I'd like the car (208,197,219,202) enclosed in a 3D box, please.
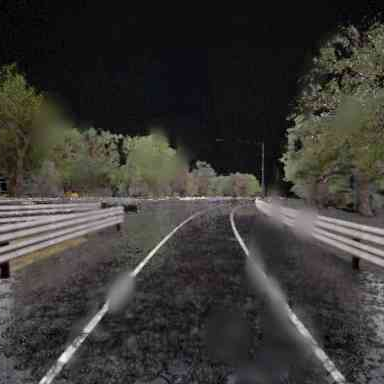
[{"bbox_3d":[6.073,2.121,93.811,1.882,1.535,5.008,0,-1,18],"label":"car"}]

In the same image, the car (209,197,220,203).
[{"bbox_3d":[5.465,2.024,80.706,2.033,1.411,5.357,0,-1,18],"label":"car"}]

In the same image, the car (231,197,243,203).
[{"bbox_3d":[11.461,2.109,87.777,1.837,1.490,4.892,0,-1,18],"label":"car"}]

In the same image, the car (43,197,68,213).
[{"bbox_3d":[-13.340,1.324,34.601,1.837,1.490,4.892,0,-1,18],"label":"car"}]

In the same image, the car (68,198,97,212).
[{"bbox_3d":[-10.034,1.392,33.455,1.994,1.385,4.181,0,-1,18],"label":"car"}]

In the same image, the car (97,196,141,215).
[{"bbox_3d":[-6.722,1.232,32.259,2.097,1.767,4.553,2,-1,18],"label":"car"}]
